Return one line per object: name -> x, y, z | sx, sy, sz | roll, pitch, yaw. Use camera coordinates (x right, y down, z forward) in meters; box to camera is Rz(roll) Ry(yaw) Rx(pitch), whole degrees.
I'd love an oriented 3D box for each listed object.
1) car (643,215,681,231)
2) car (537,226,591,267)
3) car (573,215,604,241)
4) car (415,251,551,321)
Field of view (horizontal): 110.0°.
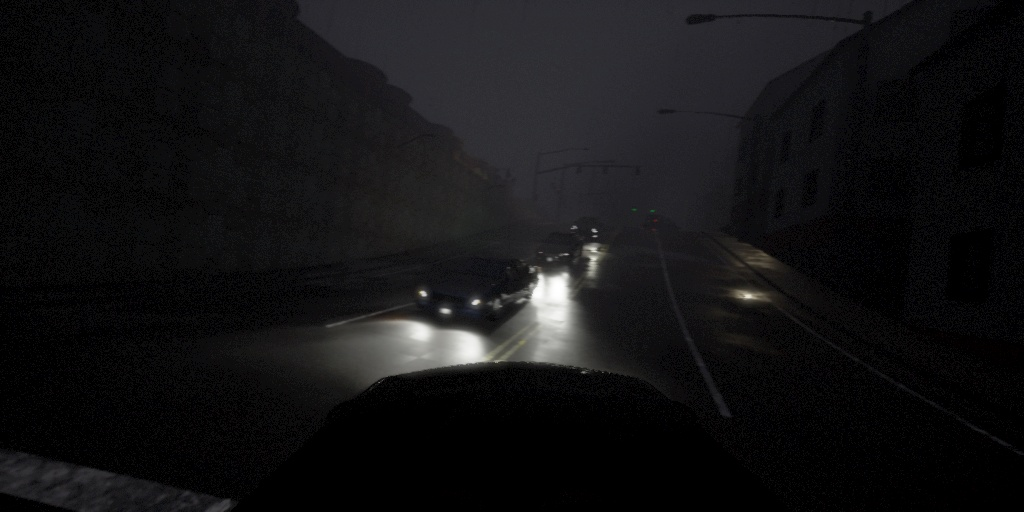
car -> 19.001, -3.827, 45.374 | 5.566, 2.045, 2.150 | 8, -3, -34
car -> 2.710, -0.519, 19.662 | 2.128, 1.511, 4.902 | 7, 12, 19
car -> 6.078, -2.338, 28.530 | 2.097, 1.767, 4.553 | 7, 12, 19
car -> -0.603, 0.714, 10.662 | 2.033, 1.411, 5.357 | 7, 6, 19
